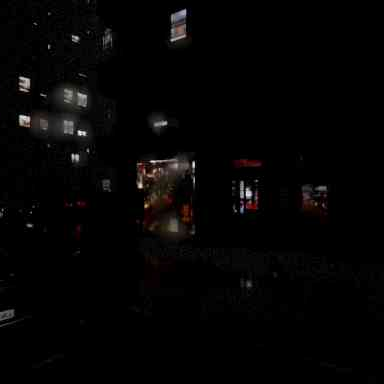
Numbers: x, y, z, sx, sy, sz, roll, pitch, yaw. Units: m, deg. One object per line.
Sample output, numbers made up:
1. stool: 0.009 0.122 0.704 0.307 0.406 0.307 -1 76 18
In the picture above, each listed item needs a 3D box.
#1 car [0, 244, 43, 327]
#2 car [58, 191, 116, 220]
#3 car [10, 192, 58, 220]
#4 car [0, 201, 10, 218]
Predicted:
1. car: -4.480 1.551 6.082 4.403 1.369 2.008 0 0 36
2. car: -7.060 0.970 25.852 2.150 2.045 5.566 0 1 34
3. car: -10.763 0.994 26.253 2.150 2.045 5.566 0 1 35
4. car: -14.013 1.350 26.106 2.008 1.369 4.403 1 1 35
